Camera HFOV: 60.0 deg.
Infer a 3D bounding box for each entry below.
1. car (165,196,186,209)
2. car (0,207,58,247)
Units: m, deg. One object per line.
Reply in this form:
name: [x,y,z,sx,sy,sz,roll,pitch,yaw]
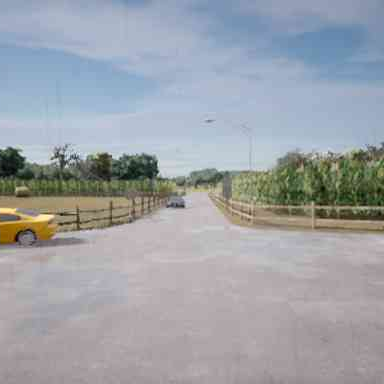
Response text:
car: [-1.749,1.152,36.649,1.994,1.385,4.181,0,1,1]
car: [-8.152,1.409,13.519,5.008,1.535,1.882,-1,5,-17]
